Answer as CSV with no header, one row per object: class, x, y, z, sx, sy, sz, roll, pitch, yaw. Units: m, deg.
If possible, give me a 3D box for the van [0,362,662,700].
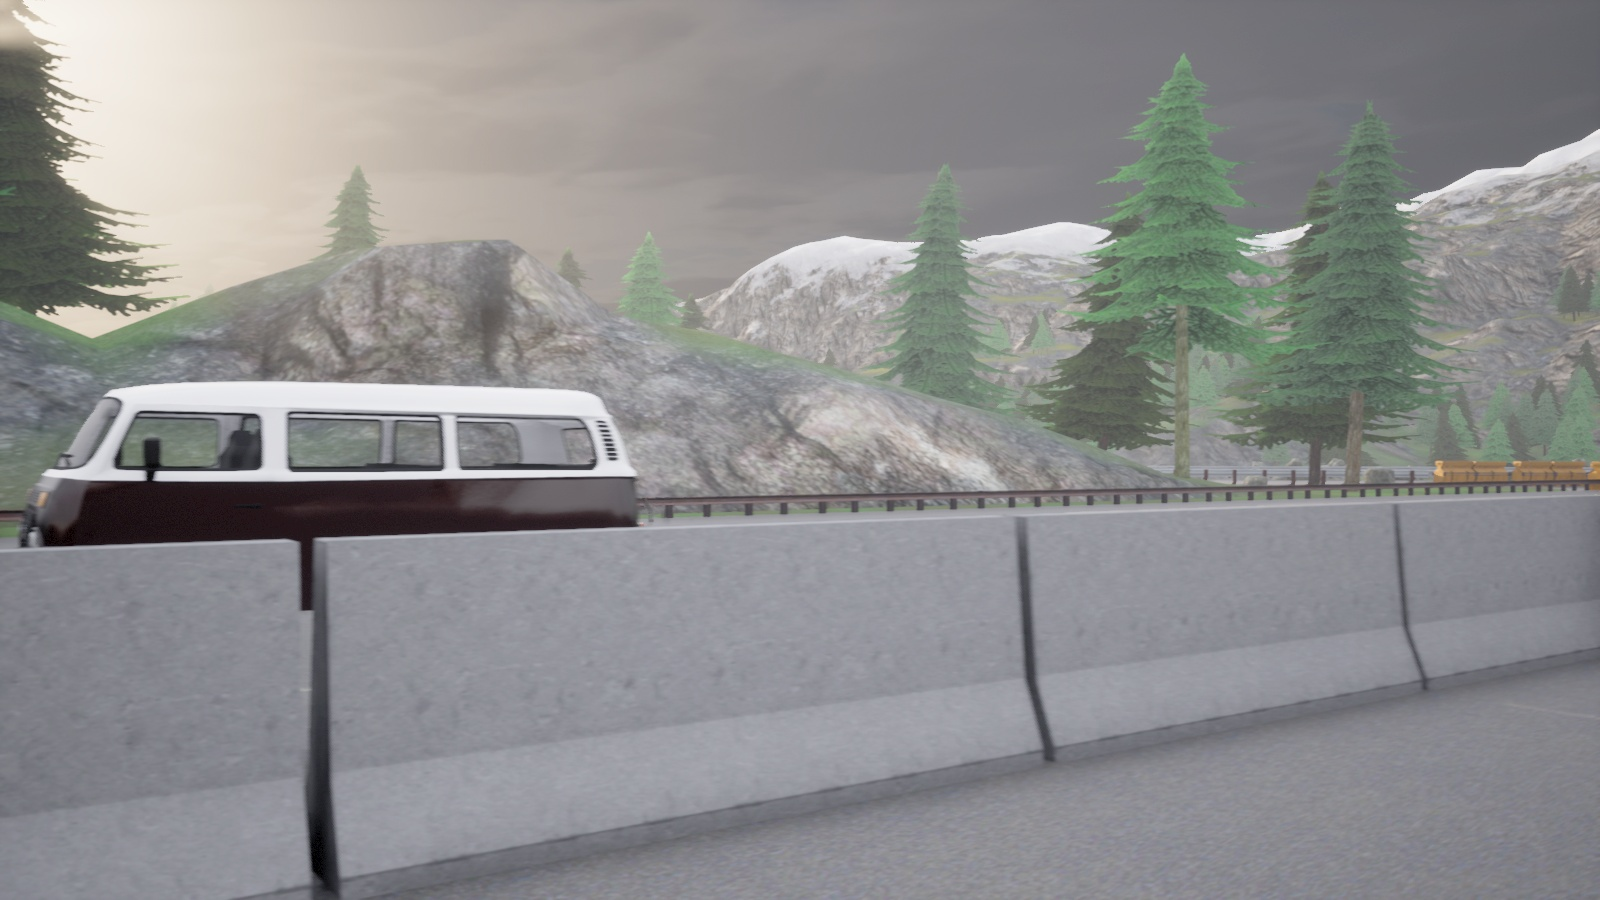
van,-3.552,0.505,9.716,4.480,2.038,2.069,0,0,-35
